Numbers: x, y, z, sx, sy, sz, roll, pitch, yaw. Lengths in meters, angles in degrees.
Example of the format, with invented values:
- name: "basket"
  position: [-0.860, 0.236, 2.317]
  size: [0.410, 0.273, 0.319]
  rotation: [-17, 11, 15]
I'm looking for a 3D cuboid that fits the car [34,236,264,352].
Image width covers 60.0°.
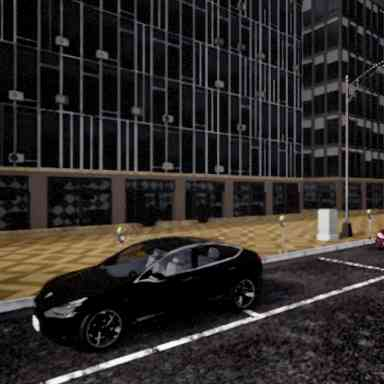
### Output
- name: "car"
  position: [-0.530, 1.555, 6.177]
  size: [4.313, 1.339, 1.947]
  rotation: [0, 0, -35]

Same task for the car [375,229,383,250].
- name: "car"
  position: [8.740, 1.530, 12.784]
  size: [4.206, 1.307, 1.802]
  rotation: [0, 0, -35]
